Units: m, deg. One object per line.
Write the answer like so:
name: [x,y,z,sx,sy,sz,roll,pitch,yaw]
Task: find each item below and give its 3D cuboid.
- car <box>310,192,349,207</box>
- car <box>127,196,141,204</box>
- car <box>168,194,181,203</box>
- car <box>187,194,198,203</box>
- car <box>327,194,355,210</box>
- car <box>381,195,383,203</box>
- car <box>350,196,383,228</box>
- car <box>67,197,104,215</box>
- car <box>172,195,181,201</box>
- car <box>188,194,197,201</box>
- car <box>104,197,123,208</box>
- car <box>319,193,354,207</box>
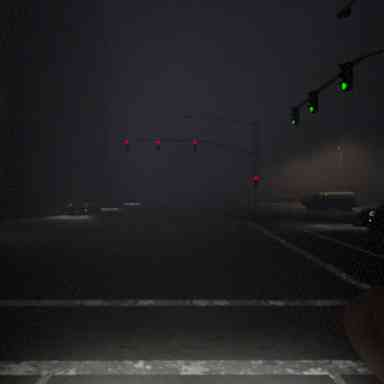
car: [21.762,1.084,52.624,4.605,1.855,1.932,0,0,1]
car: [-10.511,1.418,60.943,1.994,1.385,4.181,0,0,1]
car: [-3.454,1.199,64.128,2.097,1.767,4.553,0,0,0]
car: [0.046,1.200,64.107,2.097,1.767,4.553,0,0,0]
car: [21.741,1.339,47.046,3.806,1.475,1.970,0,0,1]
car: [36.994,1.275,60.878,3.905,1.438,1.784,0,0,1]
car: [13.234,1.357,21.690,4.553,1.767,2.097,0,0,1]
car: [-10.719,1.273,33.256,2.097,1.767,4.553,0,0,0]
car: [-3.396,1.281,74.287,1.895,1.301,4.718,0,0,0]
car: [0.104,1.186,74.236,1.837,1.490,4.892,0,0,0]
car: [-10.655,1.440,45.038,2.033,1.411,5.357,0,0,0]
car: [21.778,1.300,49.940,3.905,1.438,1.784,0,0,1]
